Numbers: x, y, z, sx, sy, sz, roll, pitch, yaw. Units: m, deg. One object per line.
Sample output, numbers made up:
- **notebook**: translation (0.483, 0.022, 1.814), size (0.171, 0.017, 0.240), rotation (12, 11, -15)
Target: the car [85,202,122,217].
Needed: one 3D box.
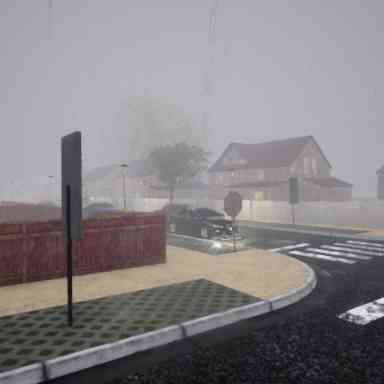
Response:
- **car**: translation (-7.865, 1.637, 29.428), size (1.882, 1.535, 5.008), rotation (-1, 0, -37)

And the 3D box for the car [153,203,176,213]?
- **car**: translation (-1.196, 1.575, 25.133), size (1.882, 1.535, 5.008), rotation (-1, 0, -36)

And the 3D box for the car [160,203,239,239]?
- **car**: translation (0.473, 1.591, 18.309), size (1.837, 1.490, 4.892), rotation (-1, 0, -37)

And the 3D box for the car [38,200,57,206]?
- **car**: translation (-19.981, 1.830, 45.730), size (1.994, 1.385, 4.181), rotation (-1, 0, -37)
